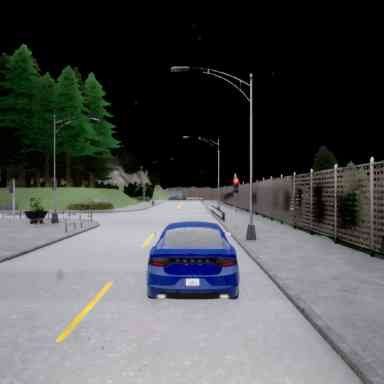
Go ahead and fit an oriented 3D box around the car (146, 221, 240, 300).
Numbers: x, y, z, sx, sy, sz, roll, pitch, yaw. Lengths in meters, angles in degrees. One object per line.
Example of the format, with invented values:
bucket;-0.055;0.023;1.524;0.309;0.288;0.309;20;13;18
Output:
car;0.033;1.478;8.478;1.882;1.535;5.008;0;0;0

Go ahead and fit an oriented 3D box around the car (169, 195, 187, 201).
car;-3.849;1.540;87.969;5.357;1.411;2.033;0;0;40
